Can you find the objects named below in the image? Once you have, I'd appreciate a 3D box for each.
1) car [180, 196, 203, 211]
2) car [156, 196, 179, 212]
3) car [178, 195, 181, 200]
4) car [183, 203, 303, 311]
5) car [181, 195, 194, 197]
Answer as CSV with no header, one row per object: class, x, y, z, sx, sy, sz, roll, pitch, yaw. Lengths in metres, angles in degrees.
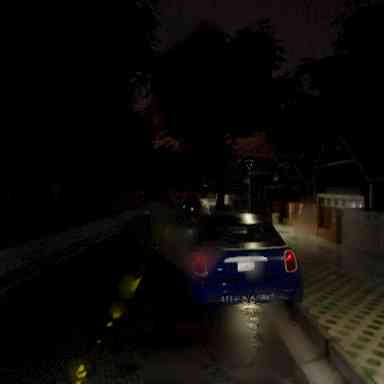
car,0.071,1.436,35.146,1.837,1.490,4.892,0,0,1
car,-2.789,1.452,37.272,1.812,1.442,4.674,0,0,0
car,-2.627,1.348,76.890,2.033,1.411,5.357,0,0,0
car,0.942,1.299,7.876,2.097,1.767,4.553,-2,0,0
car,-0.034,1.257,45.941,2.097,1.767,4.553,0,0,2
